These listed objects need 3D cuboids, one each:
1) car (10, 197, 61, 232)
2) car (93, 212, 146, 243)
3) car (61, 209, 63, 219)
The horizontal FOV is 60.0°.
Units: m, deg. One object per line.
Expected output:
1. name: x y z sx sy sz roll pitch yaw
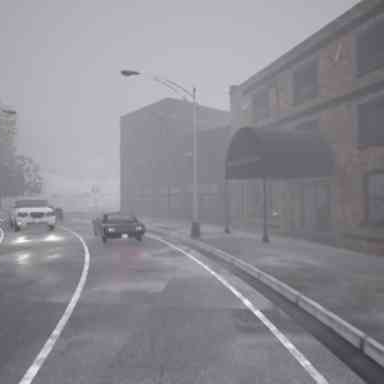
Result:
1. car: -10.261 1.327 21.278 2.150 2.045 5.566 0 -1 -33
2. car: -3.831 1.677 16.778 1.895 1.301 4.718 0 0 -23
3. car: -13.379 1.771 30.563 1.812 1.442 4.674 1 -2 -42
